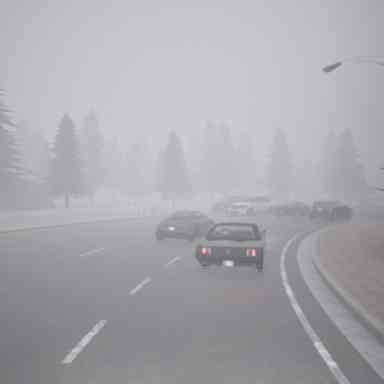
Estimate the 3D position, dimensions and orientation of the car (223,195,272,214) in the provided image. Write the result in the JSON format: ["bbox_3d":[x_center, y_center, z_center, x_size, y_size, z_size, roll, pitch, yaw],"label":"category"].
[{"bbox_3d":[5.880,1.347,32.328,5.566,2.045,2.150,0,-1,-44],"label":"car"}]

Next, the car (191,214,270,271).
[{"bbox_3d":[1.517,1.645,11.126,1.895,1.301,4.718,0,0,14],"label":"car"}]

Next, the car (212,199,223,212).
[{"bbox_3d":[4.573,1.361,35.832,5.566,2.045,2.150,0,-1,-42],"label":"car"}]

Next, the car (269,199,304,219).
[{"bbox_3d":[9.587,1.597,30.673,5.008,1.535,1.882,0,-1,-43],"label":"car"}]

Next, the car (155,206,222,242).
[{"bbox_3d":[-0.177,1.630,16.819,1.994,1.385,4.181,0,0,21],"label":"car"}]

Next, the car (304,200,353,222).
[{"bbox_3d":[11.651,1.461,27.819,4.553,1.767,2.097,0,0,-44],"label":"car"}]
